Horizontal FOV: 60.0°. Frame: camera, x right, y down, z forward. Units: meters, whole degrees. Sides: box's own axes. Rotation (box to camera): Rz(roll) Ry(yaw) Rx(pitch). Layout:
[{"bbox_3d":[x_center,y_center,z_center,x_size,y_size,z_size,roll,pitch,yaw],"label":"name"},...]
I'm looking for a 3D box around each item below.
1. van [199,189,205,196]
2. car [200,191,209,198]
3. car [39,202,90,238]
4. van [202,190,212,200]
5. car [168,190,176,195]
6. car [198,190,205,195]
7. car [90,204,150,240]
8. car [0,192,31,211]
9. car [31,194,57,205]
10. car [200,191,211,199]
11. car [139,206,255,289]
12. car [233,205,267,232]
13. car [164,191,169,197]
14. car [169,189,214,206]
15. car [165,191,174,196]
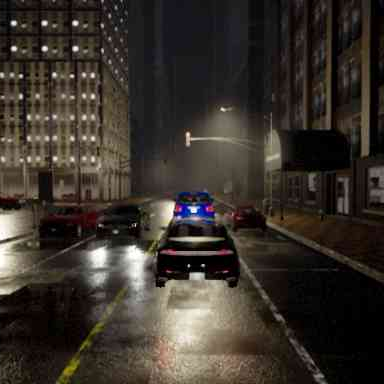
[{"bbox_3d":[2.697,0.037,89.645,1.690,1.788,3.998,0,1,0],"label":"van"},{"bbox_3d":[2.696,0.501,72.559,2.008,1.369,4.403,0,1,0],"label":"car"},{"bbox_3d":[-5.821,1.310,16.203,1.887,1.381,4.507,0,1,0],"label":"car"},{"bbox_3d":[2.693,0.457,61.164,1.690,1.788,3.998,0,1,0],"label":"van"},{"bbox_3d":[-5.682,0.177,95.345,1.947,1.339,4.313,0,1,0],"label":"car"},{"bbox_3d":[2.699,0.193,95.344,1.802,1.307,4.206,0,1,0],"label":"car"},{"bbox_3d":[-3.029,1.299,15.613,1.812,1.442,4.674,0,1,1],"label":"car"},{"bbox_3d":[-18.604,0.858,31.539,5.009,1.841,2.192,0,1,1],"label":"car"},{"bbox_3d":[-18.516,0.929,39.923,4.403,1.369,2.008,0,1,1],"label":"car"},{"bbox_3d":[2.695,0.584,66.863,2.008,1.369,4.403,0,1,0],"label":"car"},{"bbox_3d":[0.101,1.364,8.803,2.128,1.511,4.902,0,1,0],"label":"car"},{"bbox_3d":[2.818,1.328,17.579,1.802,1.307,4.206,0,1,0],"label":"car"},{"bbox_3d":[-5.684,0.410,78.257,1.887,1.381,4.507,0,1,0],"label":"car"},{"bbox_3d":[0.093,0.949,18.892,2.150,2.045,5.566,0,1,0],"label":"car"},{"bbox_3d":[-5.683,0.347,83.953,1.947,1.339,4.313,0,1,0],"label":"car"}]
